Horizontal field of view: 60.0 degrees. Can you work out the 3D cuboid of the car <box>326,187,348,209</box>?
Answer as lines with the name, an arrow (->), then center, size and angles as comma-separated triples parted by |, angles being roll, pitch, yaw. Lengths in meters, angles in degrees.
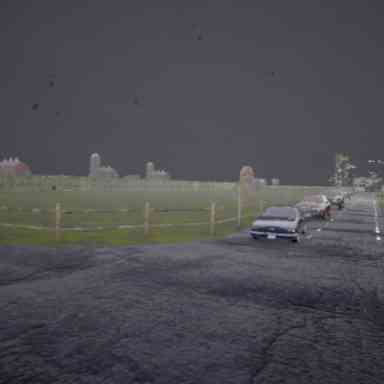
car -> 15.848, 0.796, 37.403 | 2.150, 2.045, 5.566 | 2, 1, 29

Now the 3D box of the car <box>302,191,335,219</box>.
car -> 9.315, 1.029, 25.418 | 2.097, 1.767, 4.553 | 2, 1, 29

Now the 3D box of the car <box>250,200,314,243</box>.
car -> 4.172, 1.318, 15.269 | 2.033, 1.411, 5.357 | 2, 1, 24

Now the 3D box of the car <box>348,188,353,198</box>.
car -> 23.285, 0.289, 50.848 | 2.150, 2.045, 5.566 | 2, 1, 29
